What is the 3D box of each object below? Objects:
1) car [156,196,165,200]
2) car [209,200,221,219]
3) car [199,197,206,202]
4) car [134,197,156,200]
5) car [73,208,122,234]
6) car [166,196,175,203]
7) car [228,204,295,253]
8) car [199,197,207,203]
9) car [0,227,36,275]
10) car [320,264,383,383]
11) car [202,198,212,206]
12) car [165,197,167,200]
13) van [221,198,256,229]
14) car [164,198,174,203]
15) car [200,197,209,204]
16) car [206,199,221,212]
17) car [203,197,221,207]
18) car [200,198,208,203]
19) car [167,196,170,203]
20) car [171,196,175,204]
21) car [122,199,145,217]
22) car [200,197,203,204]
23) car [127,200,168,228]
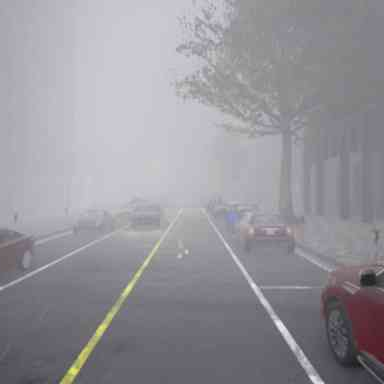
[{"bbox_3d":[-5.634,1.579,47.920,2.192,1.841,5.009,0,0,0],"label":"car"},{"bbox_3d":[2.879,1.733,30.987,1.802,1.307,4.206,0,0,0],"label":"car"},{"bbox_3d":[2.923,2.167,93.019,1.947,1.339,4.313,0,-1,0],"label":"car"},{"bbox_3d":[-5.642,1.503,36.642,2.192,1.841,5.009,0,0,0],"label":"car"},{"bbox_3d":[-5.653,1.675,19.726,1.802,1.307,4.206,0,0,0],"label":"car"},{"bbox_3d":[-5.606,1.869,87.390,2.192,1.841,5.009,0,0,0],"label":"car"},{"bbox_3d":[2.868,1.507,14.069,1.967,1.590,4.097,0,0,0],"label":"car"},{"bbox_3d":[2.920,2.119,87.379,1.947,1.339,4.313,0,0,0],"label":"car"},{"bbox_3d":[-5.662,1.585,8.448,1.887,1.381,4.507,0,0,0],"label":"car"},{"bbox_3d":[2.860,1.329,2.790,2.192,1.841,5.009,0,0,0],"label":"car"},{"bbox_3d":[2.903,1.906,64.993,1.752,1.417,4.829,0,0,0],"label":"car"},{"bbox_3d":[-5.629,1.868,53.558,1.947,1.339,4.313,0,0,0],"label":"car"},{"bbox_3d":[2.872,1.434,19.709,1.690,1.788,3.998,0,0,0],"label":"van"},{"bbox_3d":[-5.610,2.074,81.750,1.947,1.339,4.313,0,0,0],"label":"car"},{"bbox_3d":[2.911,1.903,76.103,1.967,1.590,4.097,0,0,0],"label":"car"},{"bbox_3d":[2.883,1.753,36.624,1.947,1.339,4.313,0,0,0],"label":"car"},{"bbox_3d":[2.887,1.540,42.266,2.192,1.841,5.009,0,0,0],"label":"car"},{"bbox_3d":[2.916,2.090,81.740,1.802,1.307,4.206,0,0,0],"label":"car"},{"bbox_3d":[-5.626,1.655,59.197,2.192,1.841,5.009,0,0,0],"label":"car"},{"bbox_3d":[-5.614,2.029,76.112,1.947,1.339,4.313,0,0,0],"label":"car"},{"bbox_3d":[-5.646,1.676,30.833,1.752,1.417,4.829,0,0,0],"label":"car"},{"bbox_3d":[2.900,1.906,59.183,1.947,1.339,4.313,0,0,0],"label":"car"},{"bbox_3d":[-2.983,1.587,23.299,1.882,1.535,5.008,0,0,0],"label":"car"}]
